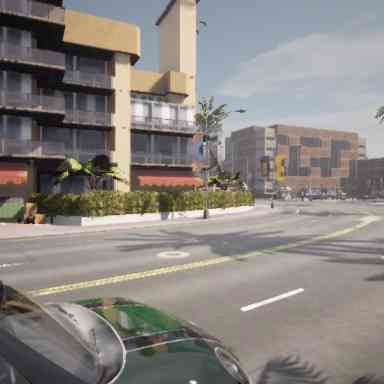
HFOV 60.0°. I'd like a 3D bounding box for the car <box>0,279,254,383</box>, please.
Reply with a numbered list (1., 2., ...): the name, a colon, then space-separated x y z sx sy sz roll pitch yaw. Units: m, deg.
1. car: -1.661 1.345 2.094 4.553 1.767 2.097 0 0 -36
